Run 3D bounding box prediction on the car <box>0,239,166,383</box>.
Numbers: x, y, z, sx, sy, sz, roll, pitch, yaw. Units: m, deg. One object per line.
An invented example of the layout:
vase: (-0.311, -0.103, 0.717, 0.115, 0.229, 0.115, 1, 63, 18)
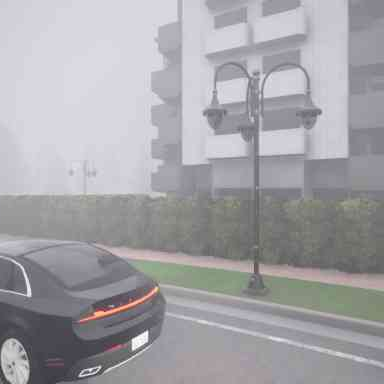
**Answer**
car: (-2.698, 1.505, 5.158, 4.892, 1.490, 1.837, 0, 0, 31)
